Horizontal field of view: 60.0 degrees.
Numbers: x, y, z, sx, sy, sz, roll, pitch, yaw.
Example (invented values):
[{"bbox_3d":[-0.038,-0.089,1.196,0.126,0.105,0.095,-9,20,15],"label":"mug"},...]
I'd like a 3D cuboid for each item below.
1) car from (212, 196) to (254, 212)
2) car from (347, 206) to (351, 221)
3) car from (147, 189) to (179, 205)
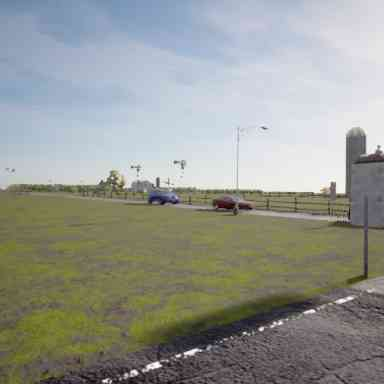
[{"bbox_3d":[4.069,1.123,33.438,1.882,1.535,5.008,1,0,-36],"label":"car"},{"bbox_3d":[12.423,1.209,21.203,2.097,1.767,4.553,1,0,-28],"label":"car"},{"bbox_3d":[-3.905,0.678,44.416,2.150,2.045,5.566,1,0,-36],"label":"car"}]
